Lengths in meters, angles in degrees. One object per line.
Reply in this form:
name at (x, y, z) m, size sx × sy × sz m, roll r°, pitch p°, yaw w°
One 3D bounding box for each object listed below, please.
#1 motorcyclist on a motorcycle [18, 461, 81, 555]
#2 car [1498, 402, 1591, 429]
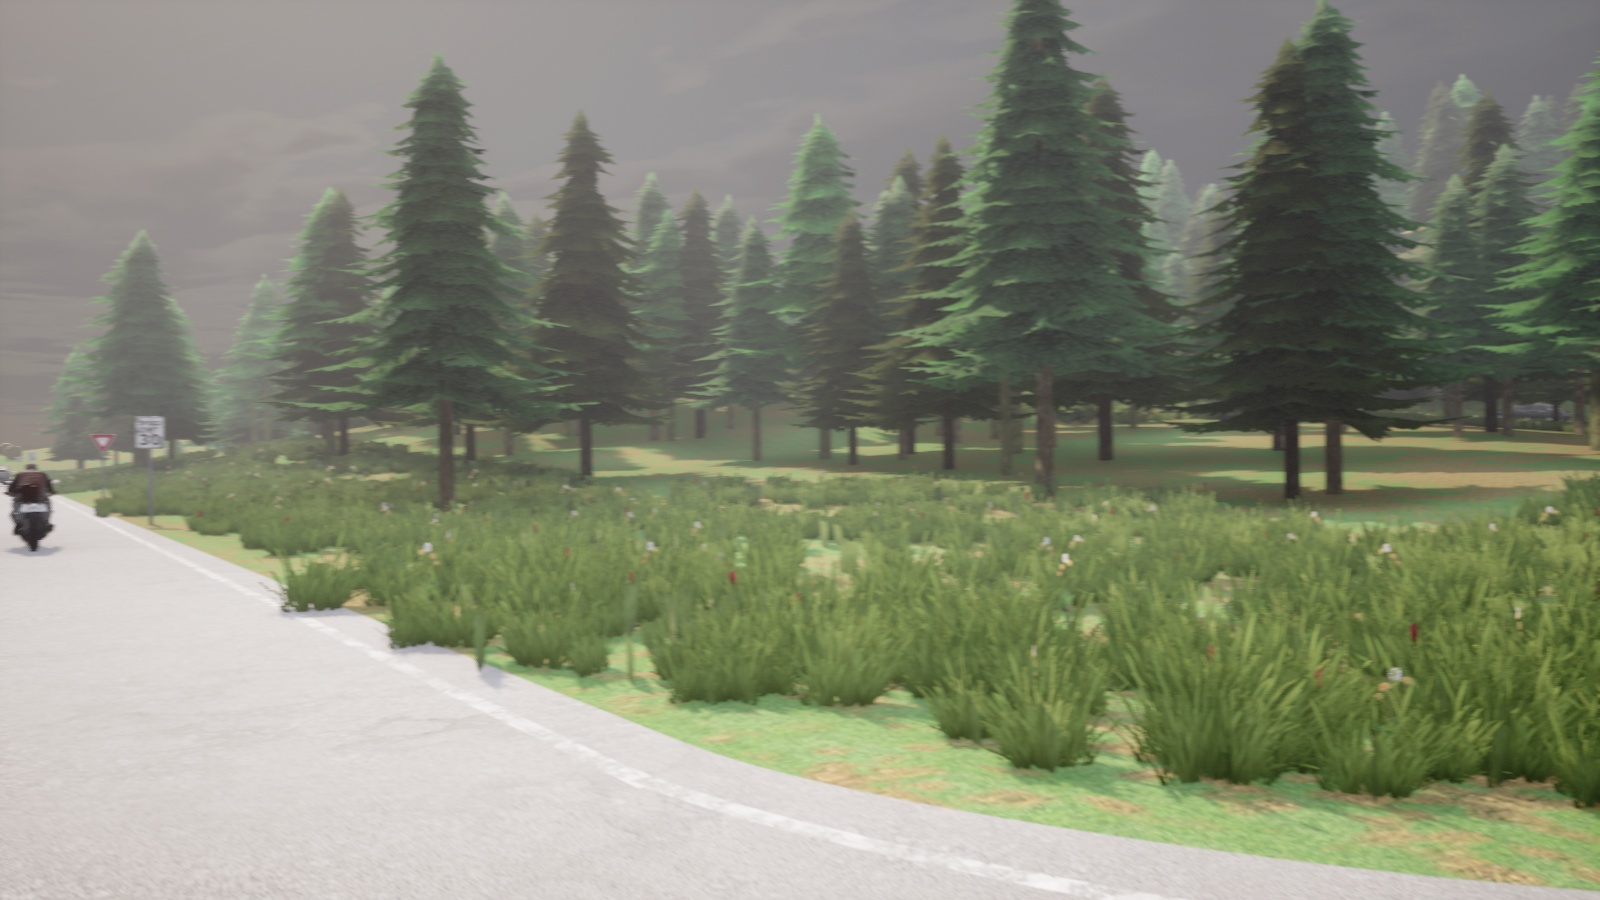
motorcyclist on a motorcycle at (-13.056, 0.967, 21.826) m, size 0.866 × 1.530 × 2.191 m, roll -1°, pitch 0°, yaw -32°
car at (48.455, -2.257, 81.810) m, size 4.892 × 1.490 × 1.837 m, roll 5°, pitch 3°, yaw 41°
